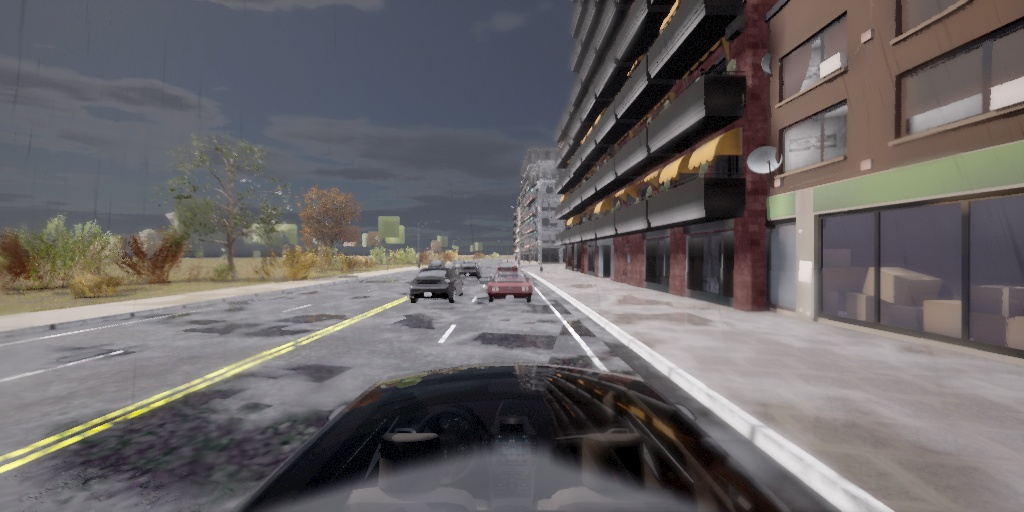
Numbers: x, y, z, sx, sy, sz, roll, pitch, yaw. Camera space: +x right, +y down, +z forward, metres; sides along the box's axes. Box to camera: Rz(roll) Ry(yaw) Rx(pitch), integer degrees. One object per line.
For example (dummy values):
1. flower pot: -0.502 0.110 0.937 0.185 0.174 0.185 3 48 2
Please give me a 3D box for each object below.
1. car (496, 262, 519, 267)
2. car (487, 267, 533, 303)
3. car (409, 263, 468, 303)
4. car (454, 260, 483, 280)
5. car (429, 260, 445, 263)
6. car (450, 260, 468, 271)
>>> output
1. car: -0.413 1.242 31.687 1.882 1.535 5.008 0 0 -2
2. car: -0.104 1.367 16.653 1.895 1.301 4.718 0 0 -1
3. car: -3.354 1.267 16.579 1.837 1.490 4.892 0 0 -1
4. car: -3.661 1.274 31.598 1.837 1.490 4.892 0 0 -2
5. car: -10.932 1.286 52.384 1.882 1.535 5.008 0 0 -3
6. car: -7.686 1.295 52.535 2.128 1.511 4.902 0 0 -3
